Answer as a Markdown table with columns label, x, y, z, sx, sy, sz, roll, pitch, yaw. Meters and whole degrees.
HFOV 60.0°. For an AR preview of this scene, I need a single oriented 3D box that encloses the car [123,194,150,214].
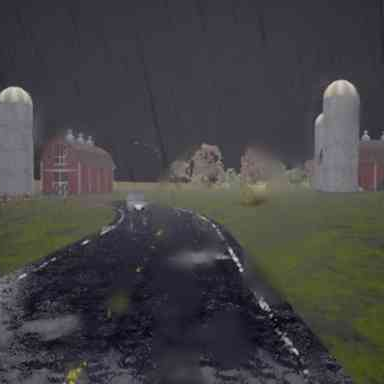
| label | x | y | z | sx | sy | sz | roll | pitch | yaw |
| --- | --- | --- | --- | --- | --- | --- | --- | --- | --- |
| car | -4.746 | 0.947 | 28.019 | 2.128 | 1.511 | 4.902 | 0 | 1 | -16 |

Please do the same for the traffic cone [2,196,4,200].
| label | x | y | z | sx | sy | sz | roll | pitch | yaw |
| --- | --- | --- | --- | --- | --- | --- | --- | --- | --- |
| traffic cone | -34.091 | 1.092 | 59.850 | 0.340 | 0.580 | 0.340 | -7 | 1 | 25 |

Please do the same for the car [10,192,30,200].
| label | x | y | z | sx | sy | sz | roll | pitch | yaw |
| --- | --- | --- | --- | --- | --- | --- | --- | --- | --- |
| car | -30.589 | 0.668 | 59.486 | 4.181 | 1.385 | 1.994 | 0 | 2 | 27 |
